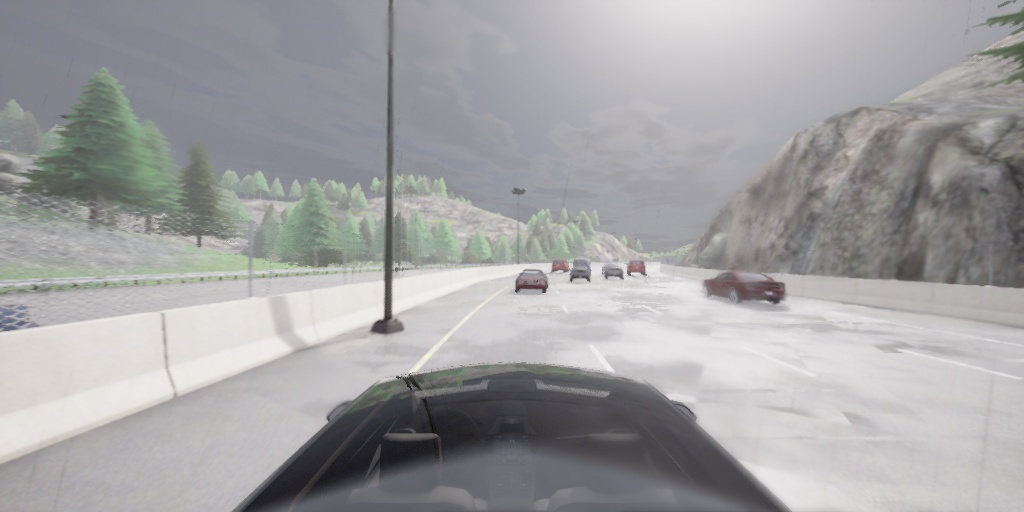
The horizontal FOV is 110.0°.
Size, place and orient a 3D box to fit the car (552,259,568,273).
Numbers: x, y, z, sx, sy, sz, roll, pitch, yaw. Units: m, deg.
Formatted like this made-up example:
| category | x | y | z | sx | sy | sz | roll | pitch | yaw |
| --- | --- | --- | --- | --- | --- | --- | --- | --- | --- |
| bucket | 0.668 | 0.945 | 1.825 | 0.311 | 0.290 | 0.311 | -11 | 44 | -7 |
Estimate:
| category | x | y | z | sx | sy | sz | roll | pitch | yaw |
| --- | --- | --- | --- | --- | --- | --- | --- | --- | --- |
| car | 7.411 | 1.520 | 54.483 | 2.150 | 2.045 | 5.566 | 0 | 0 | 16 |

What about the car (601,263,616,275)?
| category | x | y | z | sx | sy | sz | roll | pitch | yaw |
| --- | --- | --- | --- | --- | --- | --- | --- | --- | --- |
| car | 13.386 | 1.785 | 49.713 | 1.882 | 1.535 | 5.008 | 0 | 0 | 16 |

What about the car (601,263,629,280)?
| category | x | y | z | sx | sy | sz | roll | pitch | yaw |
| --- | --- | --- | --- | --- | --- | --- | --- | --- | --- |
| car | 10.702 | 1.669 | 38.047 | 2.128 | 1.511 | 4.902 | 0 | 0 | 11 |

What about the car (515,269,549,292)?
| category | x | y | z | sx | sy | sz | roll | pitch | yaw |
| --- | --- | --- | --- | --- | --- | --- | --- | --- | --- |
| car | 1.358 | 1.524 | 23.380 | 1.994 | 1.385 | 4.181 | 0 | 0 | 7 |

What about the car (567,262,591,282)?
| category | x | y | z | sx | sy | sz | roll | pitch | yaw |
| --- | --- | --- | --- | --- | --- | --- | --- | --- | --- |
| car | 6.312 | 1.601 | 33.461 | 1.837 | 1.490 | 4.892 | 0 | -1 | 10 |

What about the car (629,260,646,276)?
| category | x | y | z | sx | sy | sz | roll | pitch | yaw |
| --- | --- | --- | --- | --- | --- | --- | --- | --- | --- |
| car | 16.443 | 1.538 | 47.600 | 2.150 | 2.045 | 5.566 | 0 | 0 | 15 |

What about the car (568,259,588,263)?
| category | x | y | z | sx | sy | sz | roll | pitch | yaw |
| --- | --- | --- | --- | --- | --- | --- | --- | --- | --- |
| car | 9.134 | 1.471 | 47.368 | 2.150 | 2.045 | 5.566 | 0 | 0 | 15 |

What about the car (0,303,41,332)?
| category | x | y | z | sx | sy | sz | roll | pitch | yaw |
| --- | --- | --- | --- | --- | --- | --- | --- | --- | --- |
| car | -10.552 | 1.231 | 4.815 | 2.033 | 1.411 | 5.357 | 0 | -1 | 1 |

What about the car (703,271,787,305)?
| category | x | y | z | sx | sy | sz | roll | pitch | yaw |
| --- | --- | --- | --- | --- | --- | --- | --- | --- | --- |
| car | 11.344 | 1.477 | 17.908 | 1.882 | 1.535 | 5.008 | 0 | 0 | 6 |
